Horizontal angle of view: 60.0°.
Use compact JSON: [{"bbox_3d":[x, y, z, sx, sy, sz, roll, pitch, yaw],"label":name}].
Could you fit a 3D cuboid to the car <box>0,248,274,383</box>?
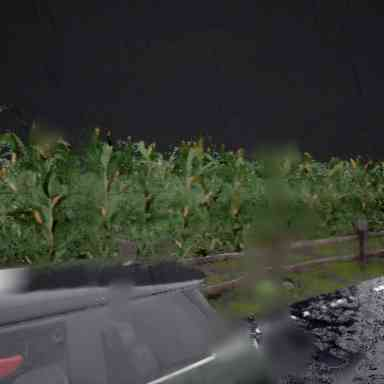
[{"bbox_3d":[-1.600,1.351,1.928,4.553,1.767,2.097,0,0,-35],"label":"car"}]
